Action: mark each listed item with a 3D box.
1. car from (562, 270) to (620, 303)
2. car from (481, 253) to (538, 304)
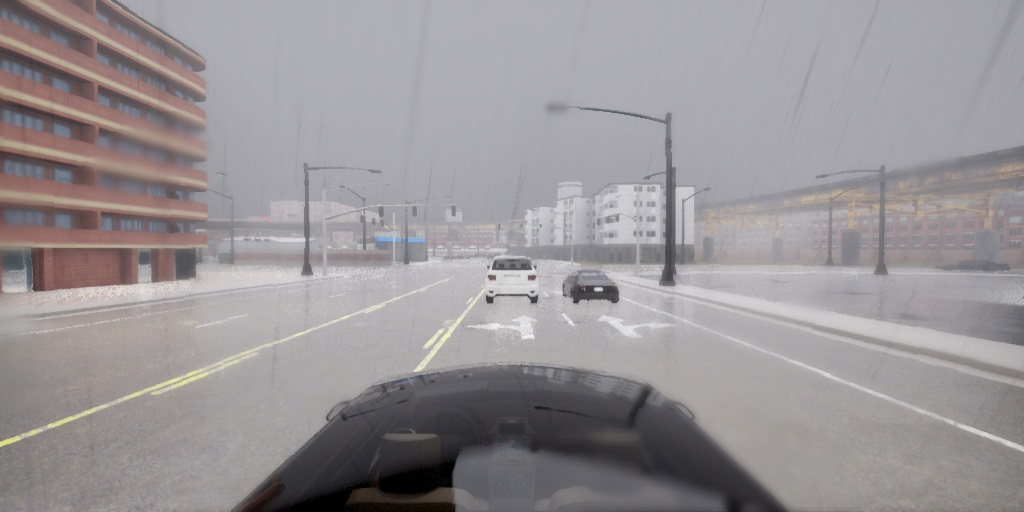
[{"bbox_3d":[3.500,1.314,16.502,1.994,1.385,4.181,0,0,0],"label":"car"},{"bbox_3d":[0.000,0.998,16.530,2.150,2.045,5.566,0,0,0],"label":"car"}]
